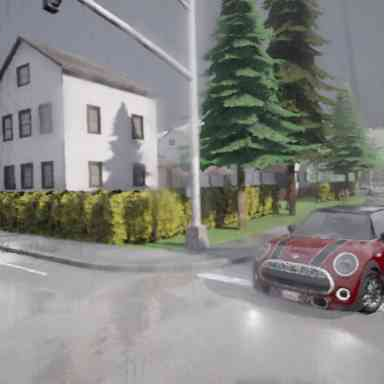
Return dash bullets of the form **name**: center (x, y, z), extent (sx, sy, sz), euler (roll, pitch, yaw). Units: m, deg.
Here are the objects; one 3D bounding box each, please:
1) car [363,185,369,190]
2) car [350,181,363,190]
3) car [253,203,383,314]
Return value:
- **car**: center (34.178, -1.095, 69.403), extent (3.806, 1.475, 1.970), euler (-1, 2, 36)
- **car**: center (31.716, -1.263, 67.076), extent (3.866, 1.878, 1.905), euler (-1, 2, 36)
- **car**: center (3.305, 1.106, 7.239), extent (4.553, 1.767, 2.097), euler (-3, 2, -43)
